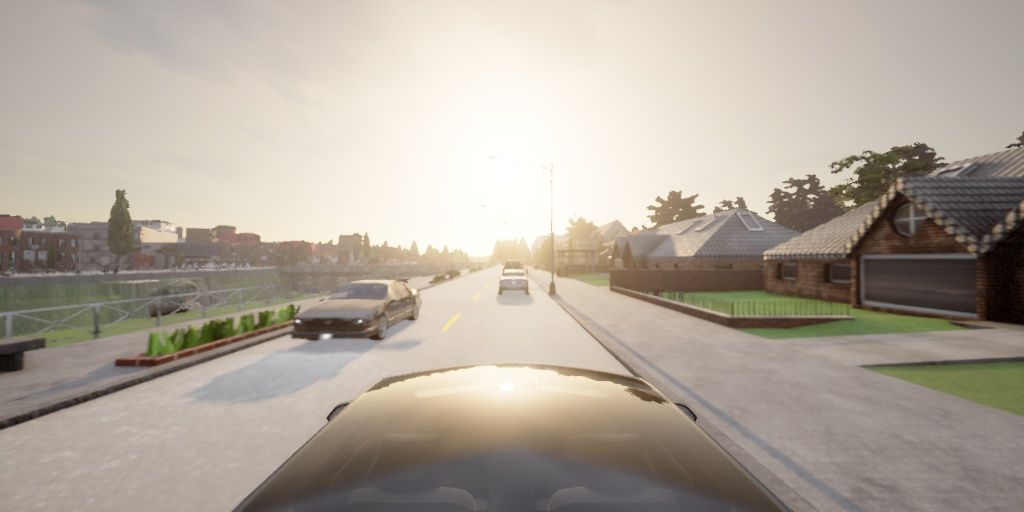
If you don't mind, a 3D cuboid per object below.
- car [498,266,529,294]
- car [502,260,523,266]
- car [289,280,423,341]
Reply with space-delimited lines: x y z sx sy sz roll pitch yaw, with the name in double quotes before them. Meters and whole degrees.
"car" 0.099 1.573 22.476 2.033 1.411 5.357 0 -1 0
"car" 0.086 1.500 41.479 2.150 2.045 5.566 0 -1 0
"car" -4.073 1.414 10.535 2.033 1.411 5.357 0 -1 0
